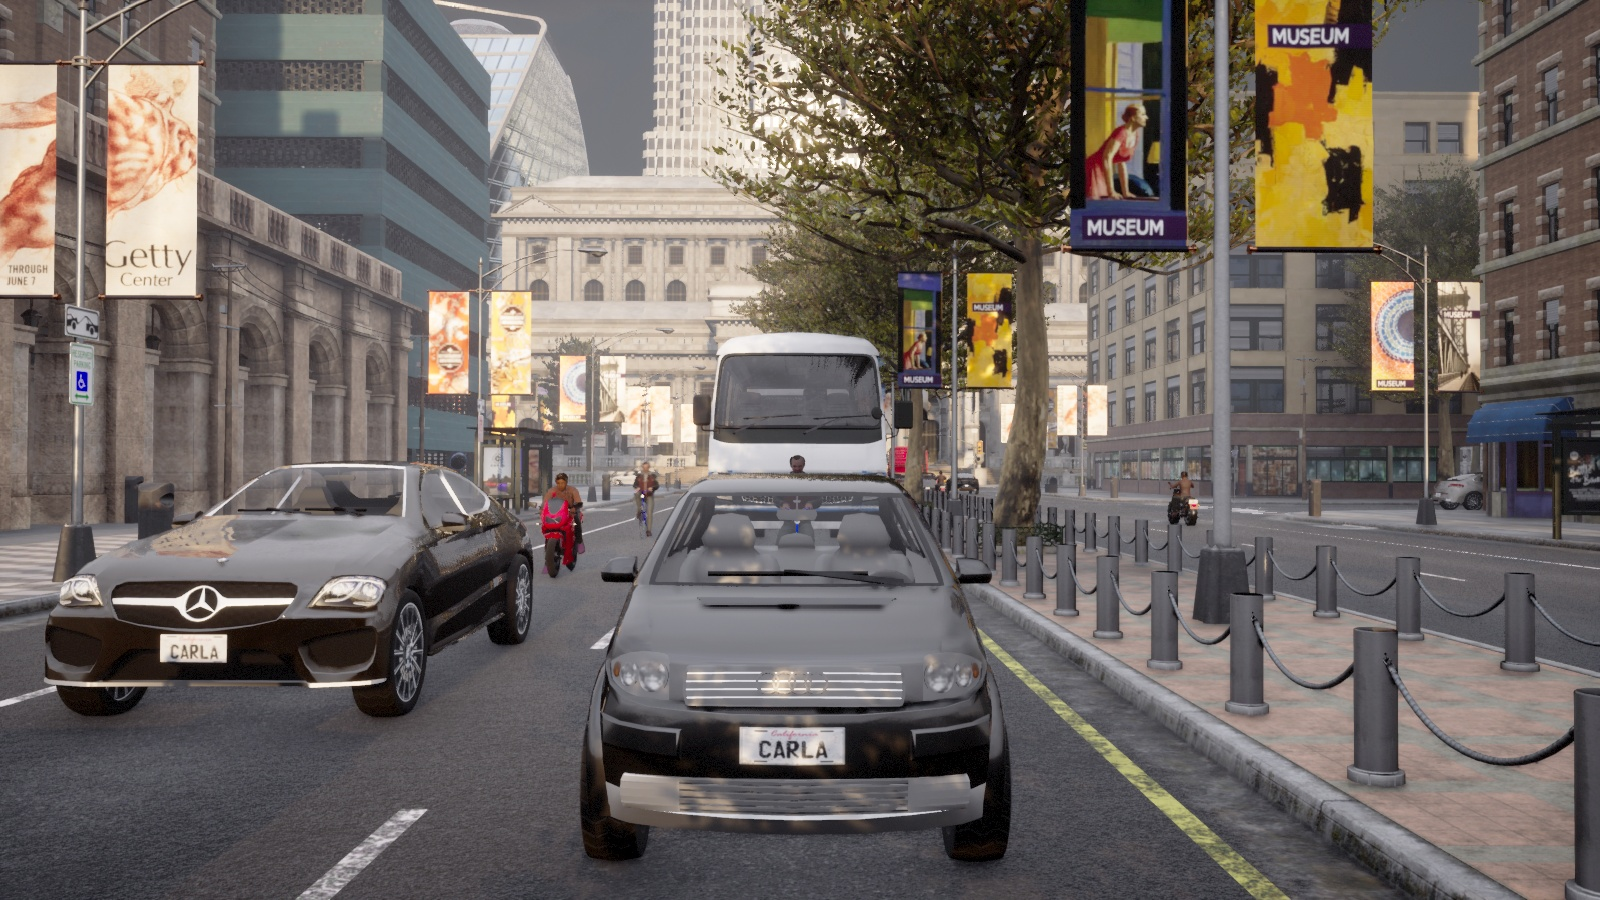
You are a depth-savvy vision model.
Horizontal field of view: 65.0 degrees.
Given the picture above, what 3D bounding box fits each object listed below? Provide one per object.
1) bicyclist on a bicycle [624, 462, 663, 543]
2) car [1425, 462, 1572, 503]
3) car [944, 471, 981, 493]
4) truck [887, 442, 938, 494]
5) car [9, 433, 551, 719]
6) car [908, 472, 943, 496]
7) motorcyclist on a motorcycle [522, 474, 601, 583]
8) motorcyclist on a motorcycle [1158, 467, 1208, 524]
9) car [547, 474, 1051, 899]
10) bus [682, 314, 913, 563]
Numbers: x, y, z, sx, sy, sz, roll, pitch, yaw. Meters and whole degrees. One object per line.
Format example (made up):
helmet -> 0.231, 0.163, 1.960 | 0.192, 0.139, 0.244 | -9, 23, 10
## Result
bicyclist on a bicycle -> -3.549, 1.180, 28.667 | 0.659, 1.776, 1.843 | 0, -1, 0
car -> 29.564, 1.367, 53.286 | 5.027, 1.651, 2.152 | 0, -1, -1
car -> 11.302, 2.213, 87.519 | 1.882, 1.535, 5.008 | 0, -1, 0
truck -> 7.820, 1.282, 88.391 | 2.891, 3.462, 7.936 | 0, -1, 0
car -> -3.517, 0.772, 9.806 | 2.152, 1.651, 5.027 | 0, -1, 0
car -> 7.865, 2.123, 79.165 | 1.845, 1.501, 3.633 | 0, -1, 0
motorcyclist on a motorcycle -> -3.531, 1.125, 18.743 | 0.797, 1.523, 2.044 | 0, -1, 0
motorcyclist on a motorcycle -> 11.436, 1.348, 37.550 | 0.766, 1.649, 2.350 | 0, -1, 0
car -> -0.010, 0.899, 6.324 | 1.789, 1.549, 3.705 | 0, -1, 0
bus -> -0.050, -0.115, 26.671 | 3.944, 4.253, 10.273 | 0, -1, 0
